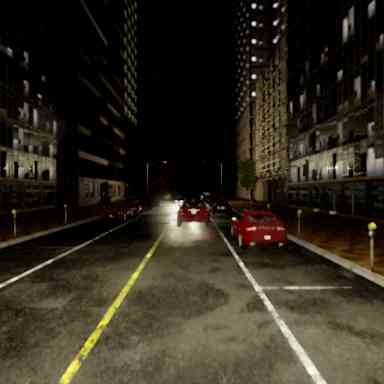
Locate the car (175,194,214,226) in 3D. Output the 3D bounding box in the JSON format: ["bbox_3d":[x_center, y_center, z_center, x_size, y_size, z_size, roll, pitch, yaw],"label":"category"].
[{"bbox_3d":[0.113,1.243,22.439,2.097,1.767,4.553,0,0,0],"label":"car"}]

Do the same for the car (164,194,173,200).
[{"bbox_3d":[-5.642,1.105,76.592,1.752,1.417,4.829,0,0,0],"label":"car"}]

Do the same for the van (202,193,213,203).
[{"bbox_3d":[2.729,1.026,59.671,1.690,1.788,3.998,0,0,0],"label":"van"}]

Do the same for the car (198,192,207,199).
[{"bbox_3d":[2.747,0.820,88.130,2.192,1.841,5.009,0,0,0],"label":"car"}]

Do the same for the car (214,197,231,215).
[{"bbox_3d":[2.711,1.411,31.210,1.947,1.339,4.313,0,0,0],"label":"car"}]

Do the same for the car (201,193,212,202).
[{"bbox_3d":[2.732,1.090,65.363,1.967,1.590,4.097,0,0,0],"label":"car"}]

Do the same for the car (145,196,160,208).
[{"bbox_3d":[-5.662,1.328,42.607,1.887,1.381,4.507,0,0,0],"label":"car"}]

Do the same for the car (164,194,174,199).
[{"bbox_3d":[-5.638,1.092,82.456,2.008,1.369,4.403,0,0,0],"label":"car"}]

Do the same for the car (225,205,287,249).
[{"bbox_3d":[2.701,1.479,14.134,1.887,1.381,4.507,0,0,0],"label":"car"}]

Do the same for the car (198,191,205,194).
[{"bbox_3d":[0.126,1.142,41.257,2.097,1.767,4.553,0,0,0],"label":"car"}]

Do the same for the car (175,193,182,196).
[{"bbox_3d":[-2.954,0.970,76.756,2.128,1.511,4.902,0,0,0],"label":"car"}]

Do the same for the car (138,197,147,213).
[{"bbox_3d":[-5.670,1.427,31.223,1.802,1.307,4.206,0,0,0],"label":"car"}]

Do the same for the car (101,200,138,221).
[{"bbox_3d":[-5.673,1.420,25.529,1.887,1.381,4.507,0,0,0],"label":"car"}]
